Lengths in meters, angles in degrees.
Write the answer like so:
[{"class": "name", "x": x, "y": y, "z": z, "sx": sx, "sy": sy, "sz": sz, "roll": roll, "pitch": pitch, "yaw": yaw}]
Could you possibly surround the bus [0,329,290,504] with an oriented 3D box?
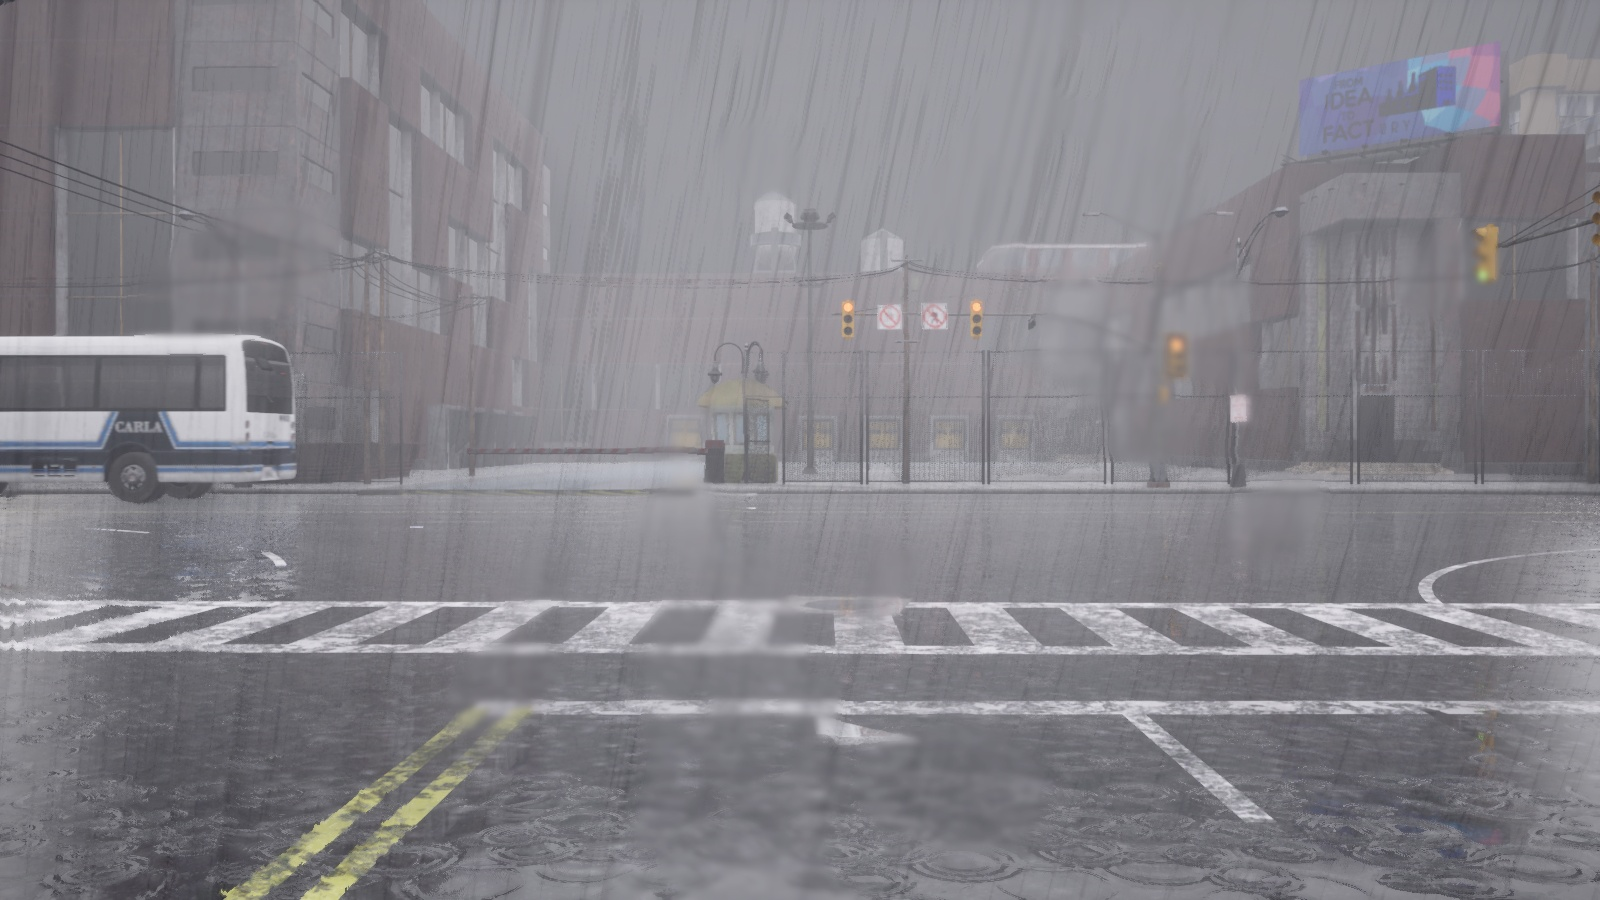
[{"class": "bus", "x": -19.205, "y": -0.830, "z": 32.638, "sx": 10.273, "sy": 4.253, "sz": 3.944, "roll": 0, "pitch": 0, "yaw": 1}]
